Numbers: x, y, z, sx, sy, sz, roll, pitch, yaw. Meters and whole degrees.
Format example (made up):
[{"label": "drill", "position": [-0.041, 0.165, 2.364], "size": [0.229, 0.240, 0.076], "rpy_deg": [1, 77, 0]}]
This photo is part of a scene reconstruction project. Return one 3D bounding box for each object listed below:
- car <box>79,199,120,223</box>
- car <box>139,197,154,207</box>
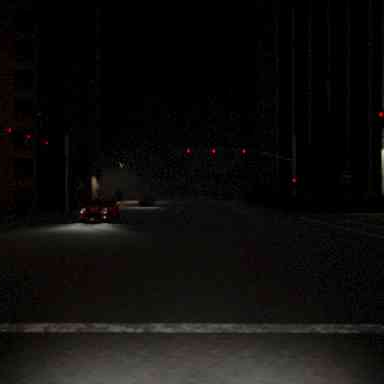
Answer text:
[{"label": "car", "position": [-6.921, 1.319, 25.339], "size": [2.097, 1.767, 4.553], "rpy_deg": [0, 0, 0]}, {"label": "car", "position": [-6.846, 1.484, 50.450], "size": [1.882, 1.535, 5.008], "rpy_deg": [0, 1, 0]}]
